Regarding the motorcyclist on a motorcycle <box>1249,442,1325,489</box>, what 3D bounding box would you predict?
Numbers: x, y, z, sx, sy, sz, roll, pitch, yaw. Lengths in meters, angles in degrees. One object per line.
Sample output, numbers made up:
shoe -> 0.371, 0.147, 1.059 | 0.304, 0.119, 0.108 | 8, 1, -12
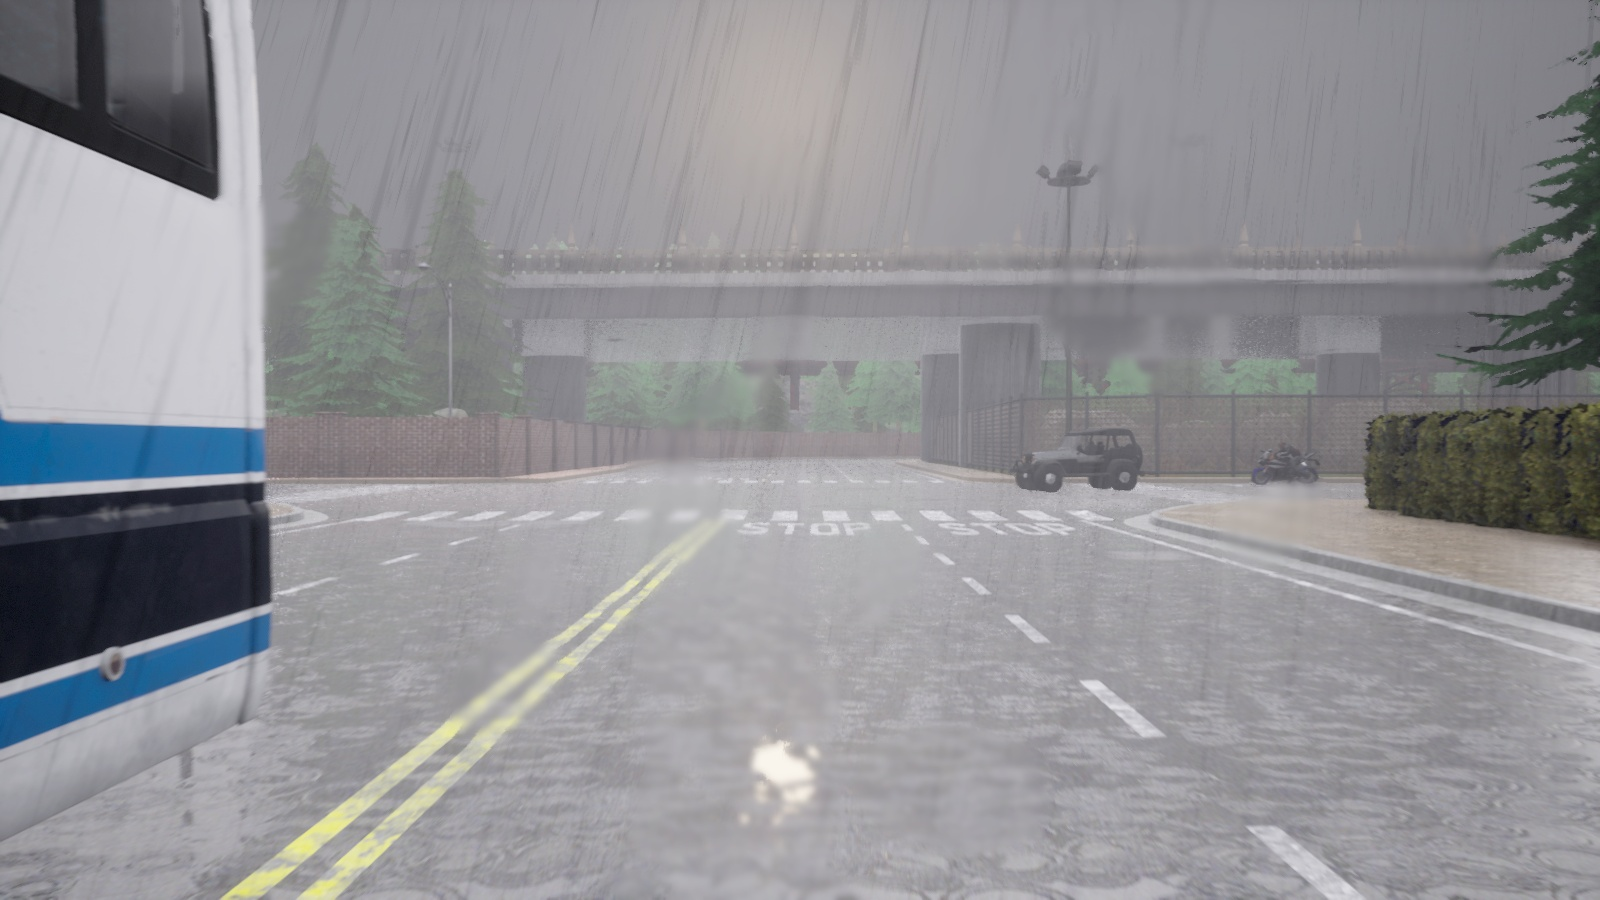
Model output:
motorcyclist on a motorcycle -> 16.133, 0.504, 41.663 | 2.191, 1.530, 0.866 | 0, 0, 0

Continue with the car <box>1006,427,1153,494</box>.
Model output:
car -> 8.351, 0.299, 37.672 | 3.866, 1.878, 1.905 | -1, 0, -10
